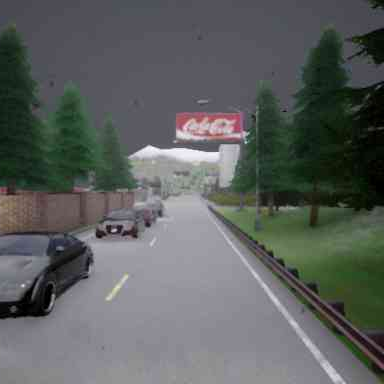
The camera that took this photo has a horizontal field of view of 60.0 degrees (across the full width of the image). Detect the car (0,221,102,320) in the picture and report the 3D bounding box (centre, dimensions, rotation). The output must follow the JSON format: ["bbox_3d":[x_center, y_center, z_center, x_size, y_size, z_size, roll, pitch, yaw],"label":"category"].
[{"bbox_3d":[-3.612,1.581,7.342,1.994,1.385,4.181,0,0,0],"label":"car"}]

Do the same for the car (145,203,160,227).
[{"bbox_3d":[-3.546,1.690,22.832,1.895,1.301,4.718,0,0,0],"label":"car"}]

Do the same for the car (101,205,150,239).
[{"bbox_3d":[-3.626,1.601,17.509,1.994,1.385,4.181,0,0,0],"label":"car"}]

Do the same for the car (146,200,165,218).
[{"bbox_3d":[-3.590,1.567,31.475,1.837,1.490,4.892,0,0,0],"label":"car"}]
